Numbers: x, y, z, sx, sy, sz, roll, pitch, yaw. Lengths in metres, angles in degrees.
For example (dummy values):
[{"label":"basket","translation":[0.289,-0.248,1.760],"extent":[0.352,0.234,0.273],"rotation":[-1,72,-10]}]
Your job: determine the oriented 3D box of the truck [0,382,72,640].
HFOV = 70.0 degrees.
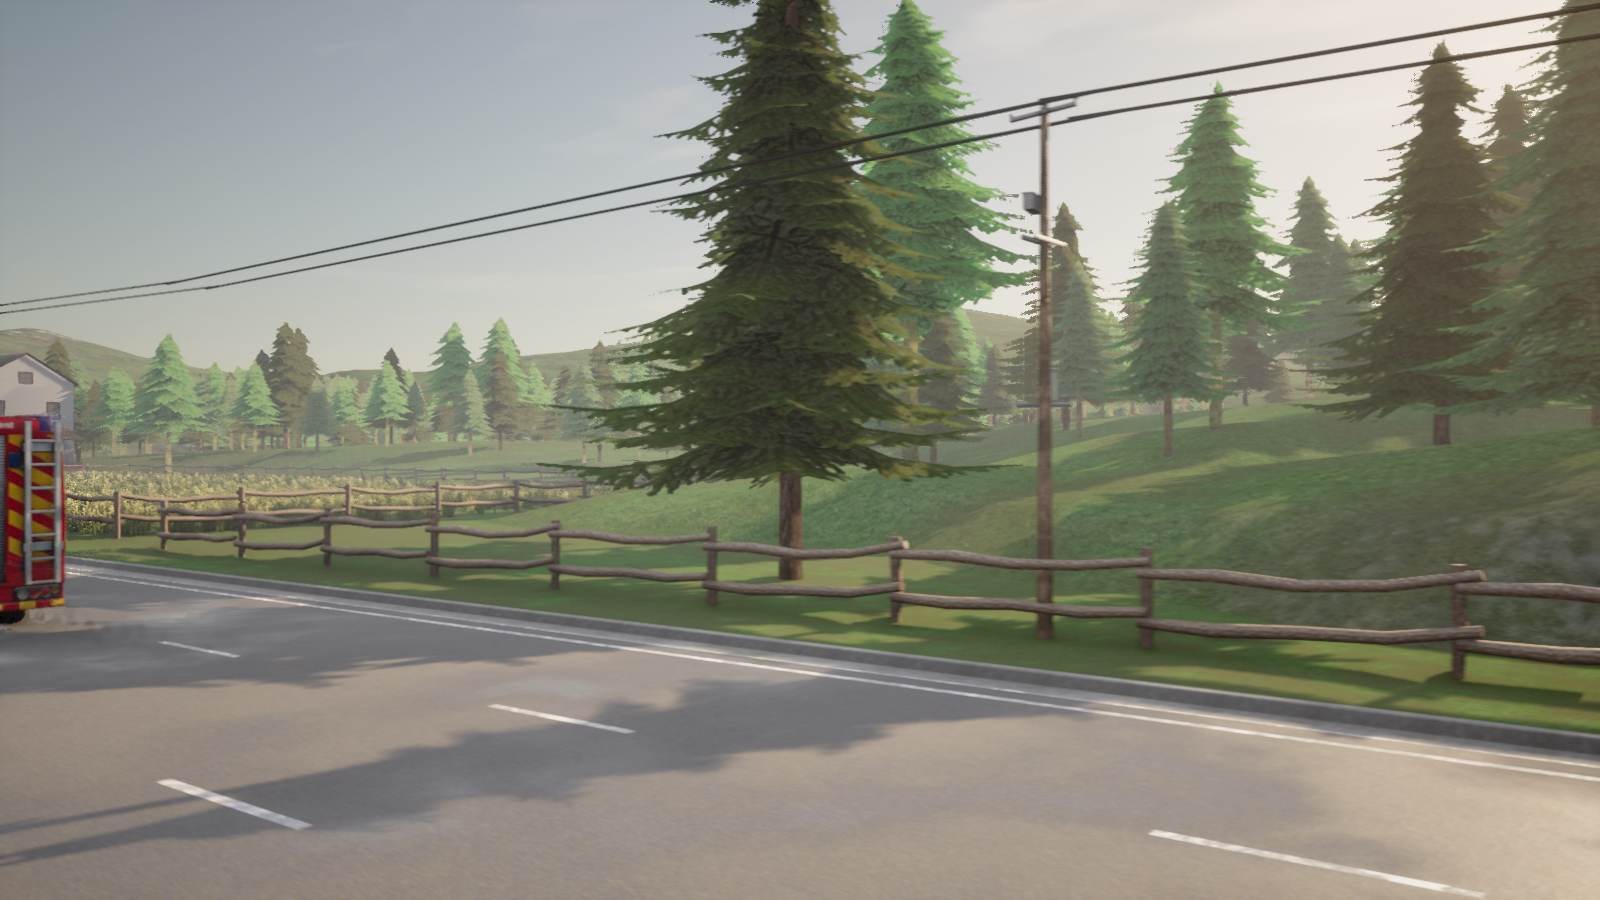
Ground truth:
[{"label":"truck","translation":[-15.606,0.907,18.991],"extent":[8.468,3.827,2.891],"rotation":[0,0,35]}]
